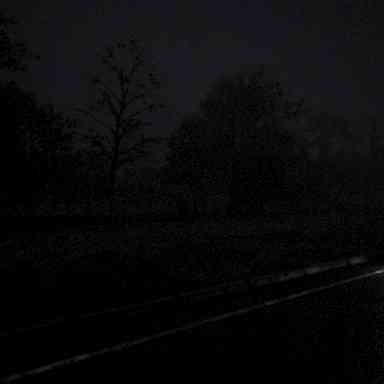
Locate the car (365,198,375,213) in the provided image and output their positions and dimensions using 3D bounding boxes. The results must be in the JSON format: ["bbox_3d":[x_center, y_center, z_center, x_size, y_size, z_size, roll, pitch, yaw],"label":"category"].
[{"bbox_3d":[20.017,1.929,42.577,2.231,1.521,4.892,2,-1,-35],"label":"car"}]

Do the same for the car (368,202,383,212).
[{"bbox_3d":[29.041,2.251,49.002,2.097,1.535,5.008,2,-1,-35],"label":"car"}]

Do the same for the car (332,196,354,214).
[{"bbox_3d":[15.495,1.522,39.399,2.435,2.045,5.566,2,-1,-35],"label":"car"}]

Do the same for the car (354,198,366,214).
[{"bbox_3d":[17.868,1.845,40.827,1.946,1.575,5.366,2,-1,-35],"label":"car"}]

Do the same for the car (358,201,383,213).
[{"bbox_3d":[26.683,2.167,47.323,2.097,1.535,5.008,2,-1,-35],"label":"car"}]

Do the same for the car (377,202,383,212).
[{"bbox_3d":[31.297,2.334,50.607,2.231,1.521,4.892,2,-1,-35],"label":"car"}]

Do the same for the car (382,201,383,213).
[{"bbox_3d":[24.547,1.964,45.770,2.185,1.767,4.553,2,-1,-35],"label":"car"}]

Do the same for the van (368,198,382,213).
[{"bbox_3d":[22.208,1.783,44.287,1.878,1.987,4.442,2,-1,-35],"label":"van"}]

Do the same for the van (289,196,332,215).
[{"bbox_3d":[13.087,1.480,37.795,1.878,1.987,4.442,2,-1,-35],"label":"van"}]
